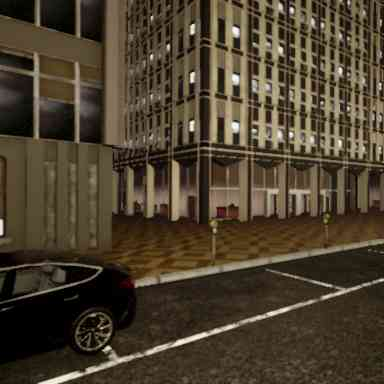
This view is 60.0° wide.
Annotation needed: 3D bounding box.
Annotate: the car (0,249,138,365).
[{"bbox_3d":[-2.847,1.563,4.522,4.313,1.339,1.947,0,1,-35],"label":"car"}]
